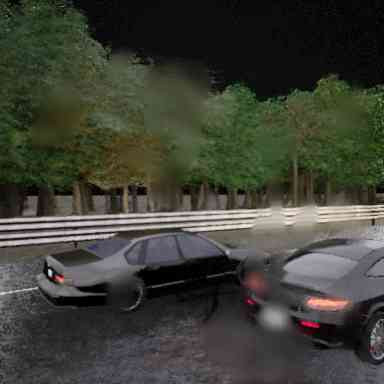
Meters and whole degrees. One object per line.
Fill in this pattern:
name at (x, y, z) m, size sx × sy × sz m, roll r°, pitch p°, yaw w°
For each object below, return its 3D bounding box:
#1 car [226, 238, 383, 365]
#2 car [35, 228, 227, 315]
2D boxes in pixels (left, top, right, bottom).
car at (3.014, 1.543, 5.798) m, size 4.674 × 1.442 × 1.812 m, roll 0°, pitch 0°, yaw -34°
car at (-0.560, 1.554, 7.586) m, size 5.357 × 1.411 × 2.033 m, roll 0°, pitch 0°, yaw -35°
